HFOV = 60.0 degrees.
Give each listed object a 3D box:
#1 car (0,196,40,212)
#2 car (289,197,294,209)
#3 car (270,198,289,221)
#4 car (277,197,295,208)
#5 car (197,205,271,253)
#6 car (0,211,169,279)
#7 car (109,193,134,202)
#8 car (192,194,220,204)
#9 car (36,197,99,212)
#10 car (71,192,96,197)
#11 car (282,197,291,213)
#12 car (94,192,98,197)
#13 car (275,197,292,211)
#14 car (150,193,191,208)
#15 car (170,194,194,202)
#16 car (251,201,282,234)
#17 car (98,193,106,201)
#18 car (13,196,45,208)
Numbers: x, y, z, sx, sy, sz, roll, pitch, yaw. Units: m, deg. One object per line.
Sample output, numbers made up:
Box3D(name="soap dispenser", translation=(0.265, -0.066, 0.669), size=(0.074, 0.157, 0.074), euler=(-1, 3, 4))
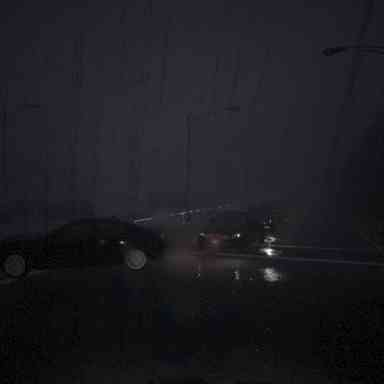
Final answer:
Box3D(name="car", translation=(-15.115, 1.355, 29.404), size=(3.806, 1.475, 1.970), euler=(0, 0, 18))
Box3D(name="car", translation=(9.786, 1.543, 36.553), size=(1.994, 1.385, 4.181), euler=(0, 0, 19))
Box3D(name="car", translation=(5.870, 1.474, 24.951), size=(2.128, 1.511, 4.902), euler=(0, 0, 19))
Box3D(name="car", translation=(13.539, 1.467, 47.685), size=(2.128, 1.511, 4.902), euler=(0, 0, 19))
Box3D(name="car", translation=(1.813, 1.514, 13.896), size=(1.812, 1.442, 4.674), euler=(0, 0, 24))
Box3D(name="car", translation=(-3.204, 1.475, 9.877), size=(5.008, 1.535, 1.882), euler=(0, 0, -16))
Box3D(name="car", translation=(-13.809, 1.045, 65.312), size=(4.605, 1.855, 1.932), euler=(0, 0, 18))
Box3D(name="car", translation=(1.660, 1.125, 56.782), size=(5.027, 1.636, 2.152), euler=(0, 0, 18))
Box3D(name="car", translation=(-9.036, 1.355, 24.209), size=(3.633, 1.501, 1.845), euler=(0, 0, 18))
Box3D(name="car", translation=(-18.464, 1.248, 53.736), size=(4.514, 1.523, 2.007), euler=(0, 0, 18))
Box3D(name="car", translation=(7.747, 1.486, 30.515), size=(1.837, 1.490, 4.892), euler=(0, 0, 19))
Box3D(name="car", translation=(-21.856, 1.297, 67.986), size=(3.806, 1.475, 1.970), euler=(0, 0, 18))
Box3D(name="car", translation=(11.658, 1.482, 42.110), size=(1.837, 1.490, 4.892), euler=(0, 0, 19))
Box3D(name="car", translation=(-2.967, 1.074, 41.774), size=(4.605, 1.855, 1.932), euler=(0, 0, 18))
Box3D(name="car", translation=(-2.104, 1.257, 68.690), size=(4.514, 1.523, 2.007), euler=(0, 0, 18))
Box3D(name="car", translation=(3.960, 1.490, 19.305), size=(1.837, 1.490, 4.892), euler=(0, 0, 19))
Box3D(name="car", translation=(-20.214, 1.013, 70.941), size=(3.866, 1.878, 1.905), euler=(0, 0, 18))
Box3D(name="car", translation=(-21.698, 1.273, 44.281), size=(3.633, 1.501, 1.845), euler=(0, 0, 18))
